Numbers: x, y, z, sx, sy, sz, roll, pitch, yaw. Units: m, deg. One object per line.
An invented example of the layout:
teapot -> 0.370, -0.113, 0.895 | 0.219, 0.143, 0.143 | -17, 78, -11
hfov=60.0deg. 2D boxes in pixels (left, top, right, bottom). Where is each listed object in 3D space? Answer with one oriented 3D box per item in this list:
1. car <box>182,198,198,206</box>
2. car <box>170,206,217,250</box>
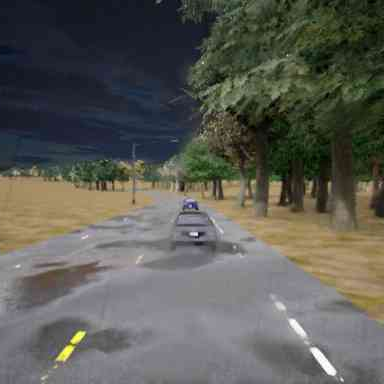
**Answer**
car -> -0.218, 1.476, 41.102 | 1.812, 1.442, 4.674 | 0, 0, -1
car -> 0.054, 1.546, 14.360 | 2.033, 1.411, 5.357 | 0, 0, 0
